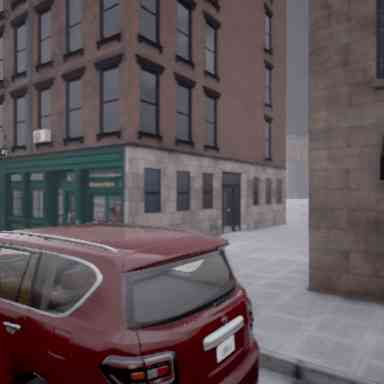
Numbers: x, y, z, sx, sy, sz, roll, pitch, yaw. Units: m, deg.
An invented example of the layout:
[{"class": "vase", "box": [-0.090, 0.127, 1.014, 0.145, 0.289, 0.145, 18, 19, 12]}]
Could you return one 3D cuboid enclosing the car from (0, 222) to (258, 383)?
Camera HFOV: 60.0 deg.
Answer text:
[{"class": "car", "box": [-1.675, 1.307, 4.016, 5.009, 1.841, 2.192, 0, 0, 36]}]
